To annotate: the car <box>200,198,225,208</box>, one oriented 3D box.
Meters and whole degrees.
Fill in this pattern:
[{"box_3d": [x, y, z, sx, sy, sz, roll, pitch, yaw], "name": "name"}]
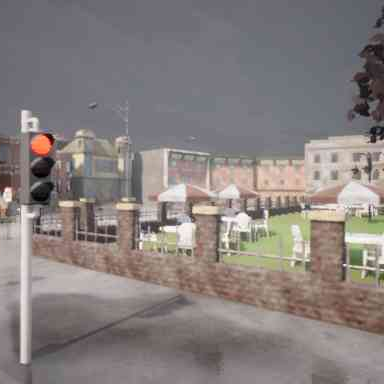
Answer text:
[{"box_3d": [2.880, 1.334, 40.643, 1.882, 1.535, 5.008, 0, 0, 37], "name": "car"}]
